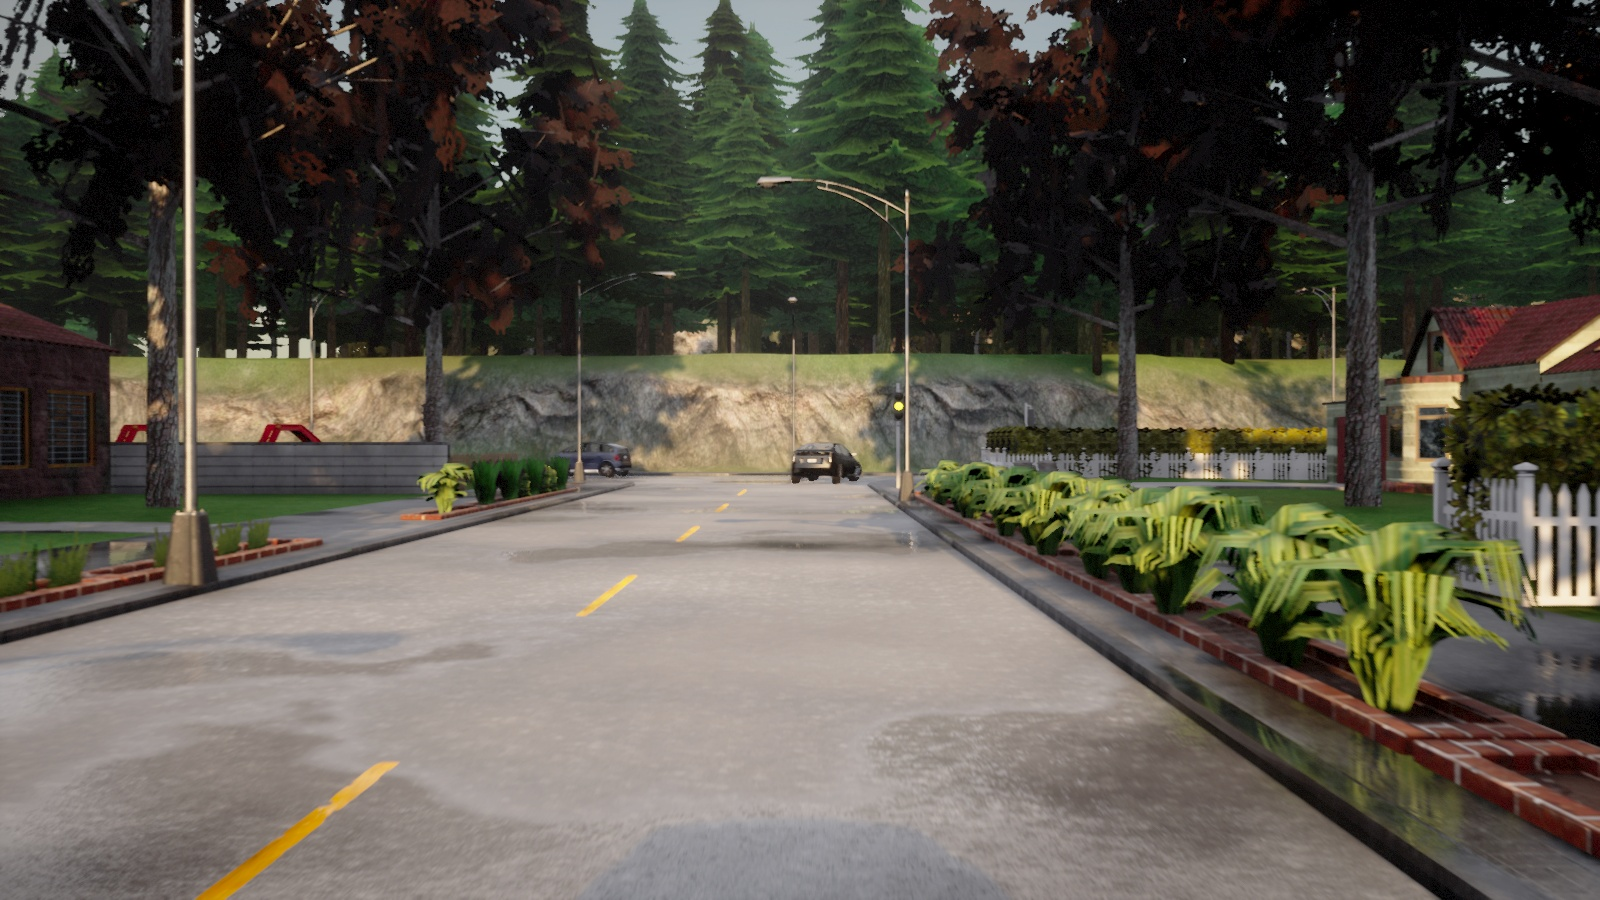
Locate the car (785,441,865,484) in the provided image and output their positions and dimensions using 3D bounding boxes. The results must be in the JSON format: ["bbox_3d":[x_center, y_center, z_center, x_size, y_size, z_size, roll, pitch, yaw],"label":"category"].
[{"bbox_3d":[0.995,0.428,47.141,2.007,1.525,4.514,0,0,15],"label":"car"}]

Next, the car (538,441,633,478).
[{"bbox_3d":[-9.380,0.407,55.027,3.705,1.549,1.789,0,0,15],"label":"car"}]
